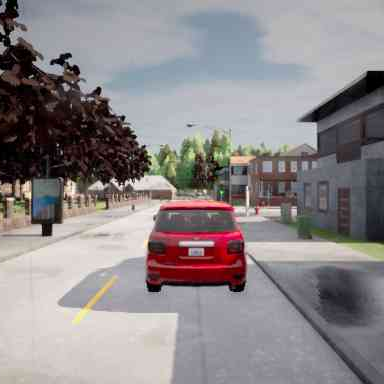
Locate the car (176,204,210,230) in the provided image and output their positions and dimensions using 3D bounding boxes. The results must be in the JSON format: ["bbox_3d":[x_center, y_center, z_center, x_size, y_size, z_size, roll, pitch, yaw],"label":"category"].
[{"bbox_3d":[0.059,1.564,21.980,1.994,1.385,4.181,0,0,0],"label":"car"}]

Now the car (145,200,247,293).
[{"bbox_3d":[0.079,1.222,9.000,2.150,2.045,5.566,0,0,0],"label":"car"}]
